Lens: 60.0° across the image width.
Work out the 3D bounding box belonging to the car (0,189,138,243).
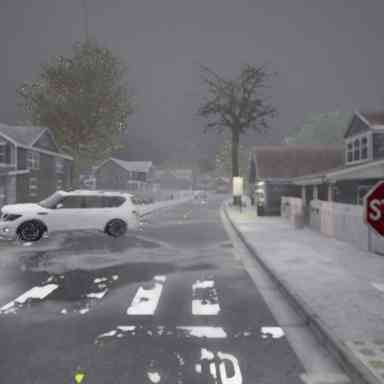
[{"bbox_3d":[-4.997,0.938,14.045,5.566,2.045,2.150,2,4,-35],"label":"car"}]
